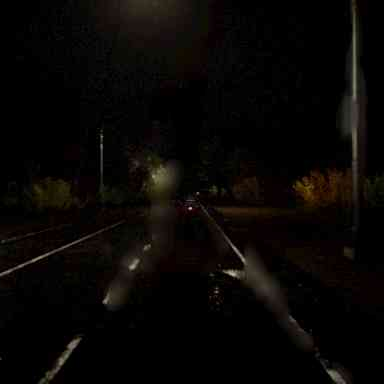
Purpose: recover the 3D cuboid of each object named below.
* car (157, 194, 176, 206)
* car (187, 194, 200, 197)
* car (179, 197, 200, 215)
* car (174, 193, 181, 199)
[{"bbox_3d":[-4.495,1.513,54.273,2.128,1.511,4.902,0,0,5],"label":"car"},{"bbox_3d":[-0.265,1.474,53.671,2.128,1.511,4.902,0,0,0],"label":"car"},{"bbox_3d":[-0.166,1.567,34.399,1.994,1.385,4.181,0,0,0],"label":"car"},{"bbox_3d":[-3.933,1.171,86.198,2.150,2.045,5.566,0,0,0],"label":"car"}]
